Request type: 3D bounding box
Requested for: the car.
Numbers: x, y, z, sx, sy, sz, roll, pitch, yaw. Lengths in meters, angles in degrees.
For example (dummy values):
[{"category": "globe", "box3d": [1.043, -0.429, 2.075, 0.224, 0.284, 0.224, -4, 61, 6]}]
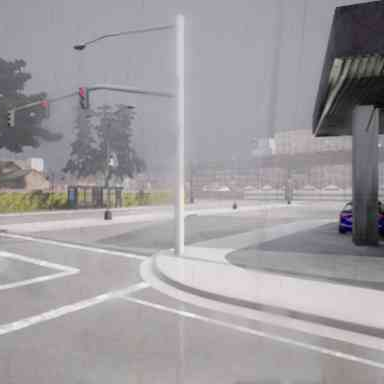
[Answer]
[{"category": "car", "box3d": [9.383, 1.293, 17.776, 2.242, 1.667, 4.611, 0, 0, 37]}]
